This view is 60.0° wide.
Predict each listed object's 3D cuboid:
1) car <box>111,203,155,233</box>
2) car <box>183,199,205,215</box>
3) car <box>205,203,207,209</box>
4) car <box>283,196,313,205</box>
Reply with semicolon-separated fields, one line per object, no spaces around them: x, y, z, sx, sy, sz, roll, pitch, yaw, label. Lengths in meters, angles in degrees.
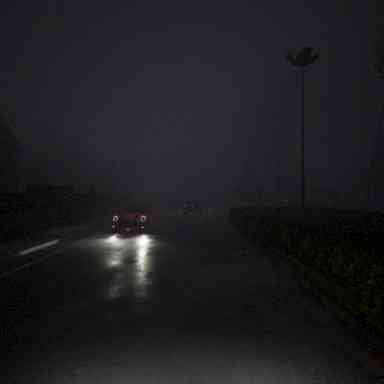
-3.521;1.498;20.613;2.097;1.767;4.553;0;0;0;car
0.089;1.621;37.997;2.097;1.767;4.553;0;0;0;car
0.580;1.824;48.954;1.882;1.535;5.008;0;0;27;car
17.781;1.609;54.835;5.566;2.045;2.150;0;0;0;car
